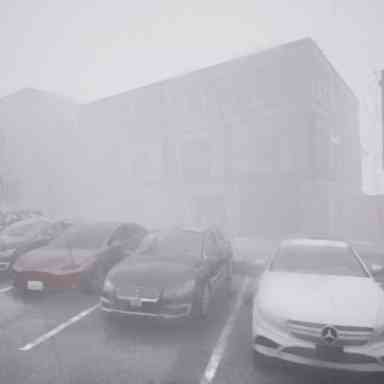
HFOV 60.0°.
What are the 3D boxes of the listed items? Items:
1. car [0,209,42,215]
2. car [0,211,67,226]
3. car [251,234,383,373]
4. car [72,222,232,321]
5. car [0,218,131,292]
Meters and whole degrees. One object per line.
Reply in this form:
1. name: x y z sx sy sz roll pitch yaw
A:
1. car: -7.403 1.510 12.766 2.185 1.767 4.553 0 -1 16
2. car: -5.022 1.602 11.038 2.231 1.521 4.892 0 -1 16
3. car: 2.144 1.543 5.926 2.002 1.452 4.674 0 -1 16
4. car: -0.238 1.537 7.633 2.231 1.521 4.892 0 -1 15
5. car: -2.642 1.597 9.300 2.163 1.488 4.792 0 -1 16
